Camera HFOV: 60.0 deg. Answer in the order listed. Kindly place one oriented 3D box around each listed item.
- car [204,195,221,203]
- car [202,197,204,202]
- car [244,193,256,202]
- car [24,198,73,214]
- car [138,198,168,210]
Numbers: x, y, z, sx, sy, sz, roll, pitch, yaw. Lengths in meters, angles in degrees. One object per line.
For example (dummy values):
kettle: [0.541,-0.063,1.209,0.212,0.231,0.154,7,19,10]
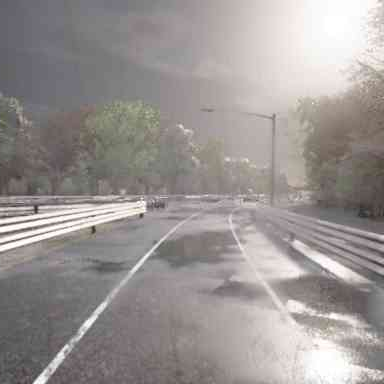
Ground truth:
car: [4.767,1.576,70.913,1.812,1.442,4.674,2,0,24]
car: [3.961,1.524,77.821,2.128,1.511,4.902,2,0,24]
car: [14.569,1.761,84.644,1.837,1.490,4.892,2,0,24]
car: [-12.820,1.254,30.561,2.033,1.411,5.357,2,0,24]
car: [-4.823,1.436,40.165,2.033,1.411,5.357,1,0,24]
